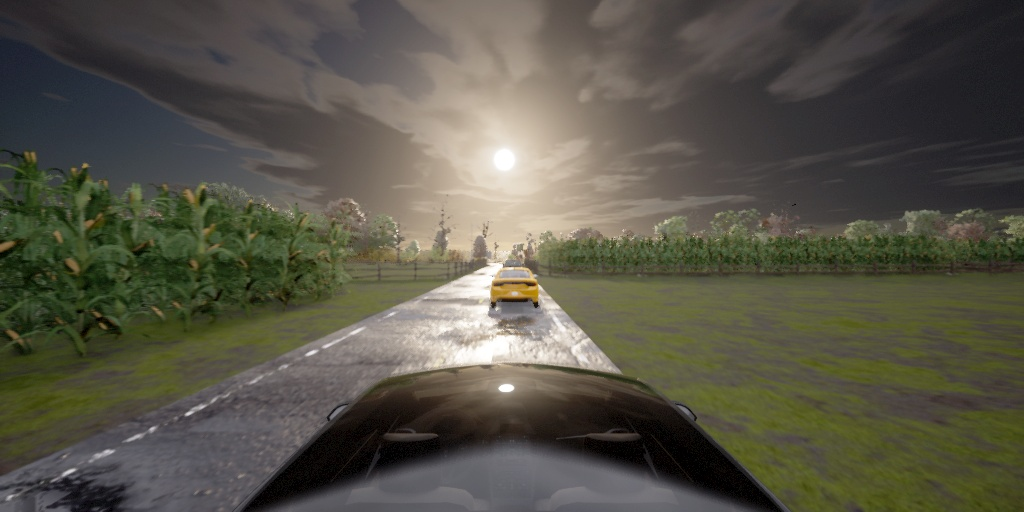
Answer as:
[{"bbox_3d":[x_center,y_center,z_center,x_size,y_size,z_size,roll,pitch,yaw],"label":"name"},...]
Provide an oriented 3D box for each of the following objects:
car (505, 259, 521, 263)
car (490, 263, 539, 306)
[{"bbox_3d":[0.100,1.111,34.884,2.097,1.767,4.553,0,0,0],"label":"car"},{"bbox_3d":[0.101,1.232,15.681,1.882,1.535,5.008,0,0,0],"label":"car"}]
